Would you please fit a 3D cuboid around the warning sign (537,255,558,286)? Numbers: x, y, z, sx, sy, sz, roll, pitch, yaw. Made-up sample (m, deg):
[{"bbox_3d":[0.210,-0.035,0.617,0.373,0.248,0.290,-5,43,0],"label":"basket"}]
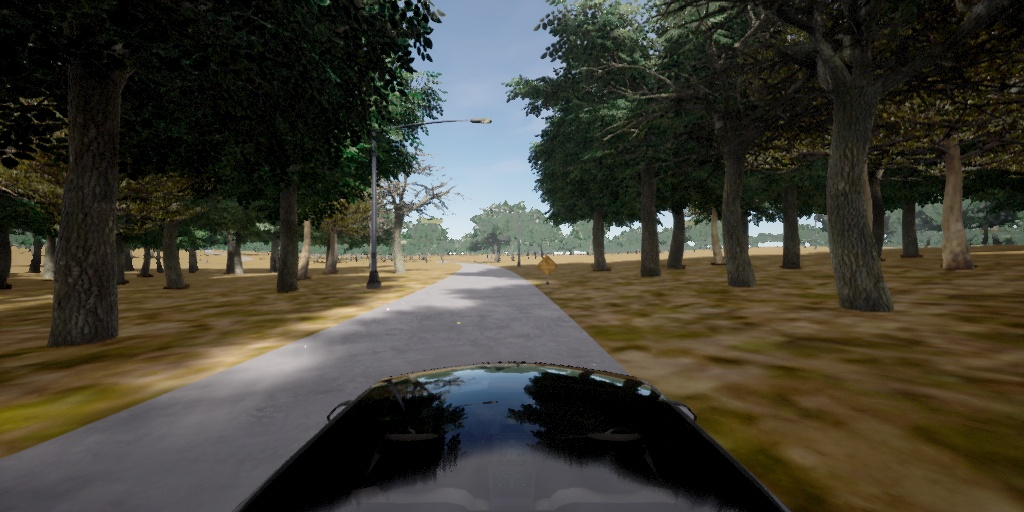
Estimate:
[{"bbox_3d":[2.221,0.877,22.287,1.300,1.860,1.060,0,0,-2],"label":"warning sign"}]
